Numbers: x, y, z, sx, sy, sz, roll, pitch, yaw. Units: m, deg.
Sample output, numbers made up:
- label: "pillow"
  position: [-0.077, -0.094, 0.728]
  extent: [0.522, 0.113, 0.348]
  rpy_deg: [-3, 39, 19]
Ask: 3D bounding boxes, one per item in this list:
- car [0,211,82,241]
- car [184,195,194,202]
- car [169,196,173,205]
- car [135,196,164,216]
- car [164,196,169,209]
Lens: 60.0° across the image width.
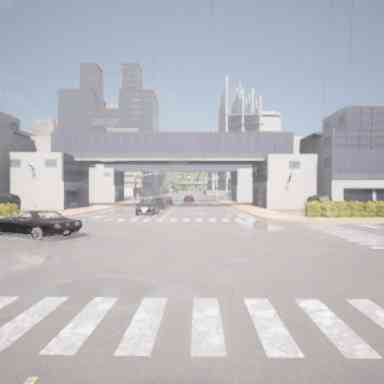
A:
- label: "car"
  position: [-7.836, 1.567, 16.358]
  extent: [4.718, 1.301, 1.895]
  rpy_deg: [0, 0, 25]
- label: "car"
  position: [-0.611, 1.292, 67.188]
  extent: [1.882, 1.535, 5.008]
  rpy_deg: [0, -1, 0]
- label: "car"
  position: [-4.248, 1.374, 55.983]
  extent: [1.812, 1.442, 4.674]
  rpy_deg: [0, 0, 0]
- label: "car"
  position: [-4.276, 1.411, 32.176]
  extent: [2.128, 1.511, 4.902]
  rpy_deg: [0, 0, 0]
- label: "car"
  position: [-4.282, 1.395, 42.088]
  extent: [1.837, 1.490, 4.892]
  rpy_deg: [0, 0, 0]
